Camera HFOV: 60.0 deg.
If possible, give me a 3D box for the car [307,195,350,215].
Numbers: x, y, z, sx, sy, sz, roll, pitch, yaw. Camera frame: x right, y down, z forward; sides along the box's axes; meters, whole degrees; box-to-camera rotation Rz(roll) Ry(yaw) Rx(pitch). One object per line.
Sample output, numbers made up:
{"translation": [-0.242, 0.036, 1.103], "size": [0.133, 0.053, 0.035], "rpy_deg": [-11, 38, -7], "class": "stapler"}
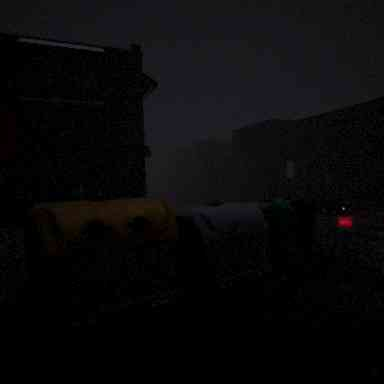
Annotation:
{"translation": [10.584, 1.043, 27.214], "size": [1.837, 1.490, 4.892], "rpy_deg": [-2, -1, -18], "class": "car"}
